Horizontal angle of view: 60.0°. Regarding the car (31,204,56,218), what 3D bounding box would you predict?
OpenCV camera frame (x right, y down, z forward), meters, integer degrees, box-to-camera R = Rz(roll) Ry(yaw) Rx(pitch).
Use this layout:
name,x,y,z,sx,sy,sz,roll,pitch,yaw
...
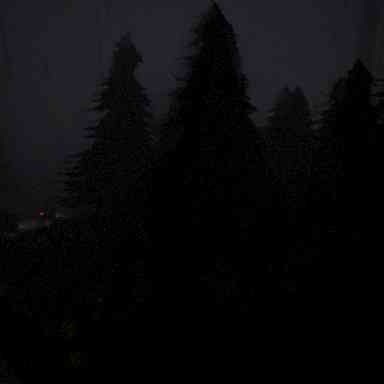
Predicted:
name,x,y,z,sx,sy,sz,roll,pitch,yaw
car,-16.153,2.102,36.553,1.812,1.442,4.674,4,-2,-16

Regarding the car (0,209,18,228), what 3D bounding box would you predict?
name,x,y,z,sx,sy,sz,roll,pitch,yaw
car,-12.246,1.753,20.618,2.128,1.511,4.902,4,-2,-14
